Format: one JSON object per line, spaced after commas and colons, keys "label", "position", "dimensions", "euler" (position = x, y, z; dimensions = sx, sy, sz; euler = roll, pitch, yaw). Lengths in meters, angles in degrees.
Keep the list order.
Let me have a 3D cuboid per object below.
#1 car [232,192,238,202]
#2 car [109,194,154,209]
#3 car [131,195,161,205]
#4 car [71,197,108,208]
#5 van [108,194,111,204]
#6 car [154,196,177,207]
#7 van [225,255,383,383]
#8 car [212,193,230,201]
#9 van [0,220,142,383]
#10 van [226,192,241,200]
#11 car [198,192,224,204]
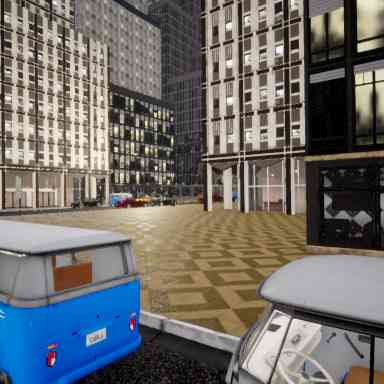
{"label": "car", "position": [6.293, 1.101, 57.053], "dimensions": [2.008, 1.369, 4.403], "euler": [0, 0, 36]}
{"label": "car", "position": [-7.031, 1.267, 38.858], "dimensions": [1.887, 1.381, 4.507], "euler": [0, 0, 36]}
{"label": "car", "position": [-7.252, 1.279, 52.739], "dimensions": [1.752, 1.417, 4.829], "euler": [0, 0, 36]}
{"label": "car", "position": [-13.816, 1.404, 43.776], "dimensions": [1.947, 1.339, 4.313], "euler": [0, 0, 36]}
{"label": "van", "position": [-10.485, 1.136, 48.326], "dimensions": [1.690, 1.788, 3.998], "euler": [0, 0, 36]}
{"label": "car", "position": [-3.700, 1.230, 43.407], "dimensions": [2.008, 1.369, 4.403], "euler": [0, 0, 36]}
{"label": "van", "position": [1.995, 1.341, 1.464], "dimensions": [3.998, 1.788, 1.690], "euler": [0, -1, 36]}
{"label": "car", "position": [6.178, 1.017, 71.079], "dimensions": [1.967, 1.590, 4.097], "euler": [0, 0, 36]}
{"label": "van", "position": [-2.545, 1.342, 4.703], "dimensions": [3.998, 1.788, 1.690], "euler": [0, -1, 36]}
{"label": "van", "position": [9.509, 0.872, 75.630], "dimensions": [1.690, 1.788, 3.998], "euler": [0, 0, 36]}
{"label": "car", "position": [2.960, 0.909, 52.504], "dimensions": [2.192, 1.841, 5.009], "euler": [0, 0, 36]}
